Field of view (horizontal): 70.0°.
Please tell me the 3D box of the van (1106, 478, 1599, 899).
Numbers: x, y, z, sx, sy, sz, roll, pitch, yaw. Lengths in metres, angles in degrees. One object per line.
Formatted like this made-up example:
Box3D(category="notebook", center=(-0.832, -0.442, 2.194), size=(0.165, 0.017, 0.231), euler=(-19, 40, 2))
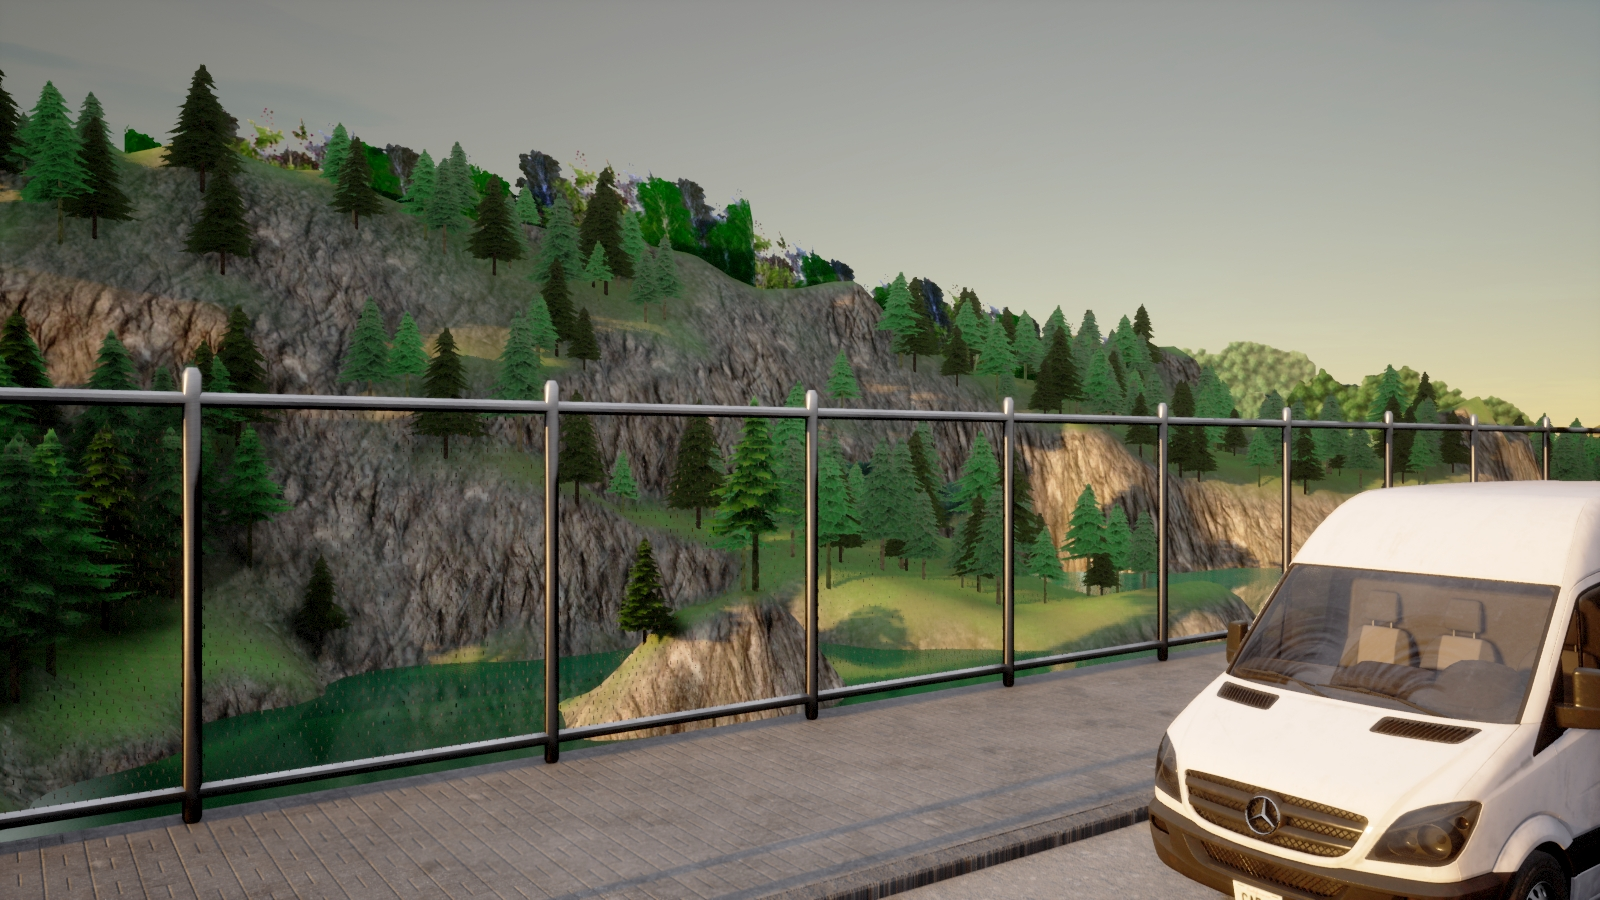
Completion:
Box3D(category="van", center=(4.843, 1.531, 7.777), size=(5.915, 2.561, 1.988), euler=(0, 0, -35))
